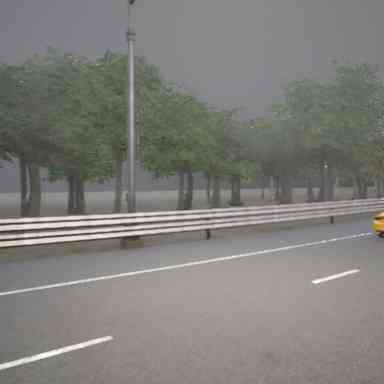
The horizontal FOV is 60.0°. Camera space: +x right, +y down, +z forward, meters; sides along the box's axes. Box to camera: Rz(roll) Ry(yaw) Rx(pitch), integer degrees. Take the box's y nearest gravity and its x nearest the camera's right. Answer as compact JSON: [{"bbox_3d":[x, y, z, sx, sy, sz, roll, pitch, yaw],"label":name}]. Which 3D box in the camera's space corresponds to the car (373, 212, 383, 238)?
[{"bbox_3d":[10.410,1.295,15.478,5.008,1.535,1.882,-2,1,-36],"label":"car"}]
